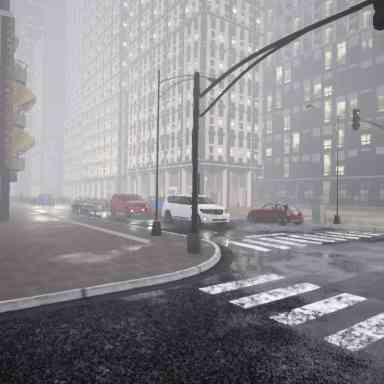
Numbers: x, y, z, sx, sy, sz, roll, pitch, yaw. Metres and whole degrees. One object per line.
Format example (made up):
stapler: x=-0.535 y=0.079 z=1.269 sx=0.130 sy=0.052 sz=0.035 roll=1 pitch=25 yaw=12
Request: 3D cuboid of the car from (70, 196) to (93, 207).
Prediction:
car: x=-17.643 y=1.458 z=52.801 sx=2.128 sy=1.511 sz=4.902 roll=1 pitch=-1 yaw=-35

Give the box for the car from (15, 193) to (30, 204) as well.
car: x=-30.263 y=1.155 z=60.665 sx=2.192 sy=1.841 sz=5.009 roll=1 pitch=-1 yaw=-35

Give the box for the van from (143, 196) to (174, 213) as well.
van: x=-3.890 y=1.382 z=37.790 sx=1.690 sy=1.788 sz=3.998 roll=1 pitch=-1 yaw=-35

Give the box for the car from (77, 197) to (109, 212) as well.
car: x=-11.530 y=1.412 z=38.597 sx=2.128 sy=1.511 sz=4.902 roll=1 pitch=-1 yaw=-35

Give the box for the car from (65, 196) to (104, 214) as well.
car: x=-10.742 y=1.427 z=32.961 sx=2.008 sy=1.369 sz=4.403 roll=1 pitch=-1 yaw=-35

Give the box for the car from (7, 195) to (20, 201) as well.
car: x=-40.029 y=1.377 z=74.514 sx=2.008 sy=1.369 sz=4.403 roll=1 pitch=-1 yaw=-35

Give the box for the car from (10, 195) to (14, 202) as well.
car: x=-36.776 y=1.396 z=69.897 sx=1.947 sy=1.339 sz=4.313 roll=1 pitch=-1 yaw=-35

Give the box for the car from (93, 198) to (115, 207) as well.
car: x=-13.656 y=1.586 z=51.638 sx=1.947 sy=1.339 sz=4.313 roll=1 pitch=-1 yaw=-35

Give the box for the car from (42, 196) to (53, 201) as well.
car: x=-36.436 y=1.570 z=83.957 sx=1.802 sy=1.307 sz=4.206 roll=1 pitch=-1 yaw=-35

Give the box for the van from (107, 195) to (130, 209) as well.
van: x=-10.398 y=1.368 z=47.024 sx=1.690 sy=1.788 sz=3.998 roll=1 pitch=-1 yaw=-35

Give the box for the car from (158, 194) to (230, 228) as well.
car: x=0.085 y=1.170 z=22.104 sx=2.150 sy=2.045 sz=5.566 roll=1 pitch=-1 yaw=-35

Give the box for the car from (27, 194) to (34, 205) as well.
car: x=-23.759 y=1.432 z=51.428 sx=1.802 sy=1.307 sz=4.206 roll=1 pitch=-1 yaw=-35

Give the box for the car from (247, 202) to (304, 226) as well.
car: x=5.872 y=1.505 z=23.938 sx=1.967 sy=1.590 sz=4.097 roll=1 pitch=-1 yaw=-35

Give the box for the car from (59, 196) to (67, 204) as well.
car: x=-23.997 y=1.433 z=61.815 sx=1.882 sy=1.535 sz=5.008 roll=1 pitch=-1 yaw=-35

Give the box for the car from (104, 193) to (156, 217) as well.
car: x=-5.688 y=1.155 z=30.297 sx=2.150 sy=2.045 sz=5.566 roll=1 pitch=-1 yaw=-35

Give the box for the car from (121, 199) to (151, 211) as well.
car: x=-7.147 y=1.584 z=42.405 sx=2.008 sy=1.369 sz=4.403 roll=1 pitch=-1 yaw=-35

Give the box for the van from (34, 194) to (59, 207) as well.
van: x=-20.501 y=1.197 z=46.814 sx=1.690 sy=1.788 sz=3.998 roll=1 pitch=-1 yaw=-35
